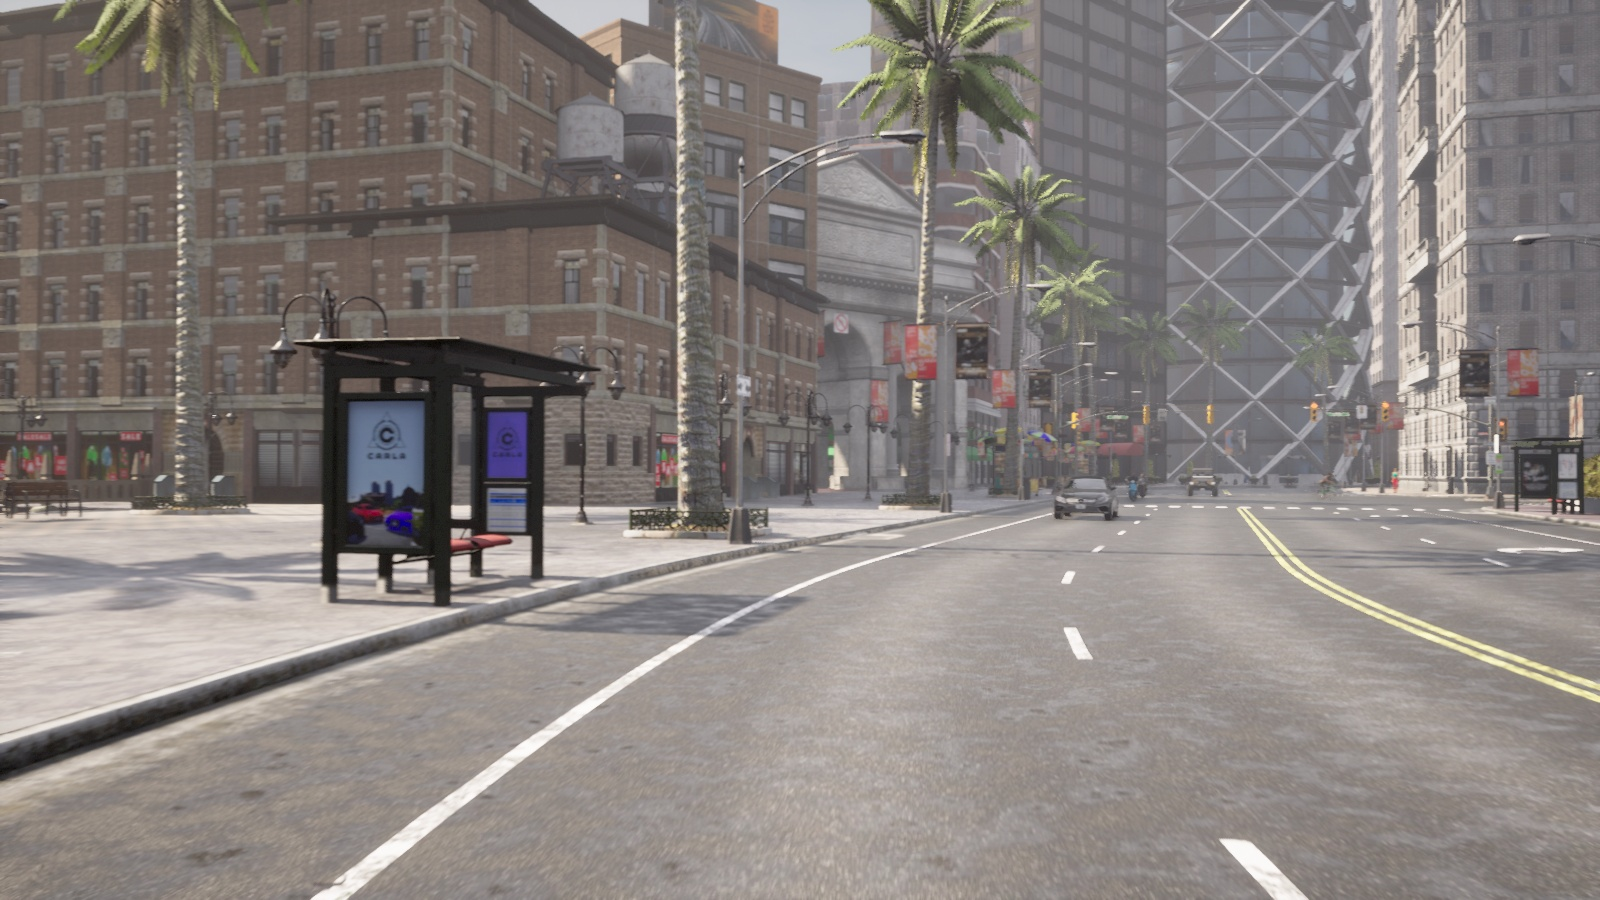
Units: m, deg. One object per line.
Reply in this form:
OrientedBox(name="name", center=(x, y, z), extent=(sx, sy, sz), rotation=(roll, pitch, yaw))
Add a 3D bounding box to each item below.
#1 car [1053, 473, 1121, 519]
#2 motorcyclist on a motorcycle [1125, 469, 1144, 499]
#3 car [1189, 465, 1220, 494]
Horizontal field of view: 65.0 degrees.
OrientedBox(name="car", center=(9.745, 1.519, 42.376), extent=(1.812, 1.442, 4.674), rotation=(0, -1, 18))
OrientedBox(name="motorcyclist on a motorcycle", center=(18.124, 1.849, 67.994), extent=(0.866, 1.590, 1.817), rotation=(0, -1, 18))
OrientedBox(name="car", center=(26.932, 1.926, 83.669), extent=(1.905, 1.878, 3.866), rotation=(0, -1, 18))
